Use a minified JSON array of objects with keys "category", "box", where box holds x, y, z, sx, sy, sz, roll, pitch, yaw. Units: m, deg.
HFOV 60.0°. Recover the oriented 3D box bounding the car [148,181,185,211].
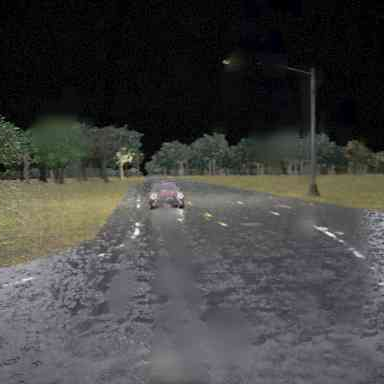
[{"category":"car","box":[-1.756,0.114,21.445,2.097,1.767,4.553,-2,4,-9]}]
